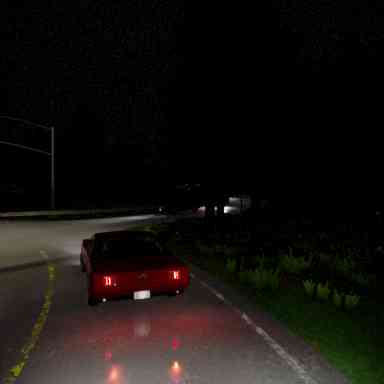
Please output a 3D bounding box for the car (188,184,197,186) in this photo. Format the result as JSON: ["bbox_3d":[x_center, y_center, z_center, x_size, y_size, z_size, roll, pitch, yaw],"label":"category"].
[{"bbox_3d":[0.013,-1.820,70.135,2.128,1.511,4.902,0,5,-1],"label":"car"}]

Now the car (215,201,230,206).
[{"bbox_3d":[3.416,0.737,39.992,1.837,1.490,4.892,0,4,13],"label":"car"}]

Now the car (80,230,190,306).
[{"bbox_3d":[-1.695,1.601,8.189,1.895,1.301,4.718,0,0,-21],"label":"car"}]

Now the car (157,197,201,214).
[{"bbox_3d":[-1.232,1.256,31.942,2.128,1.511,4.902,0,2,42],"label":"car"}]
